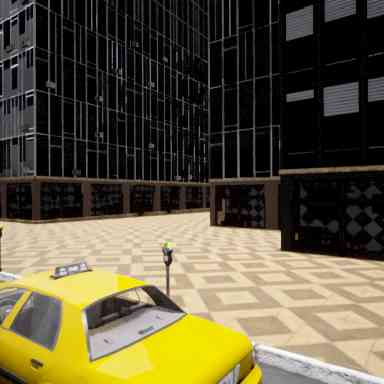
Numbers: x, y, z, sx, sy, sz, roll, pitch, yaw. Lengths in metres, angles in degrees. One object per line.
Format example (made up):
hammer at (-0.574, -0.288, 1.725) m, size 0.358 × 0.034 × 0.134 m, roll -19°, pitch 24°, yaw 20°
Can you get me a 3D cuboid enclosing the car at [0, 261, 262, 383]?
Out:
car at (-1.618, 1.526, 4.021) m, size 4.829 × 1.417 × 1.752 m, roll 0°, pitch 0°, yaw 35°
